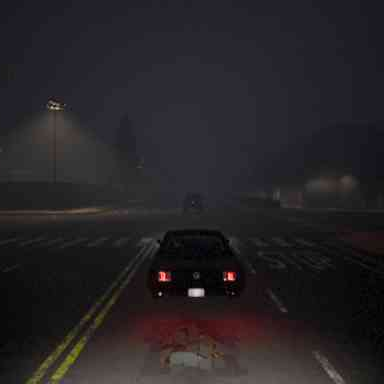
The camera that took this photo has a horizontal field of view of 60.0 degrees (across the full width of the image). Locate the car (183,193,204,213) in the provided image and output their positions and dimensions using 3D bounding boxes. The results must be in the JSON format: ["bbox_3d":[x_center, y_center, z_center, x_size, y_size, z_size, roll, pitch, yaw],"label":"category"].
[{"bbox_3d":[0.136,1.174,36.838,2.150,2.045,5.566,0,0,0],"label":"car"}]

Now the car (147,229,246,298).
[{"bbox_3d":[0.038,1.590,8.430,1.895,1.301,4.718,0,0,-1],"label":"car"}]
